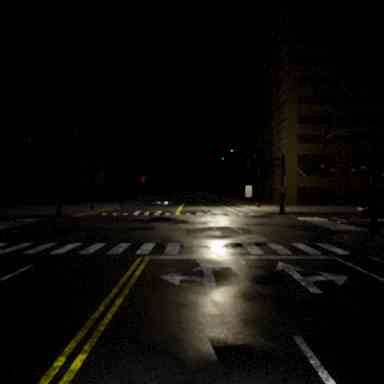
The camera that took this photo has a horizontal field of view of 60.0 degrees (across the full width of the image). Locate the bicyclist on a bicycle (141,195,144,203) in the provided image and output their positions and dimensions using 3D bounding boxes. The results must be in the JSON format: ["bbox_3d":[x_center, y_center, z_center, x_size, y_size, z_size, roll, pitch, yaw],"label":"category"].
[{"bbox_3d":[-8.754,1.355,58.695,0.659,1.776,1.843,0,0,0],"label":"bicyclist on a bicycle"}]

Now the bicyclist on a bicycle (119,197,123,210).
[{"bbox_3d":[-8.730,1.438,41.075,0.582,1.620,1.656,0,0,0],"label":"bicyclist on a bicycle"}]

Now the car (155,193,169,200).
[{"bbox_3d":[-6.497,0.958,75.854,2.097,1.767,4.553,0,0,0],"label":"car"}]

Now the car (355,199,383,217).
[{"bbox_3d":[16.680,1.338,29.343,4.097,1.590,1.967,0,1,0],"label":"car"}]
